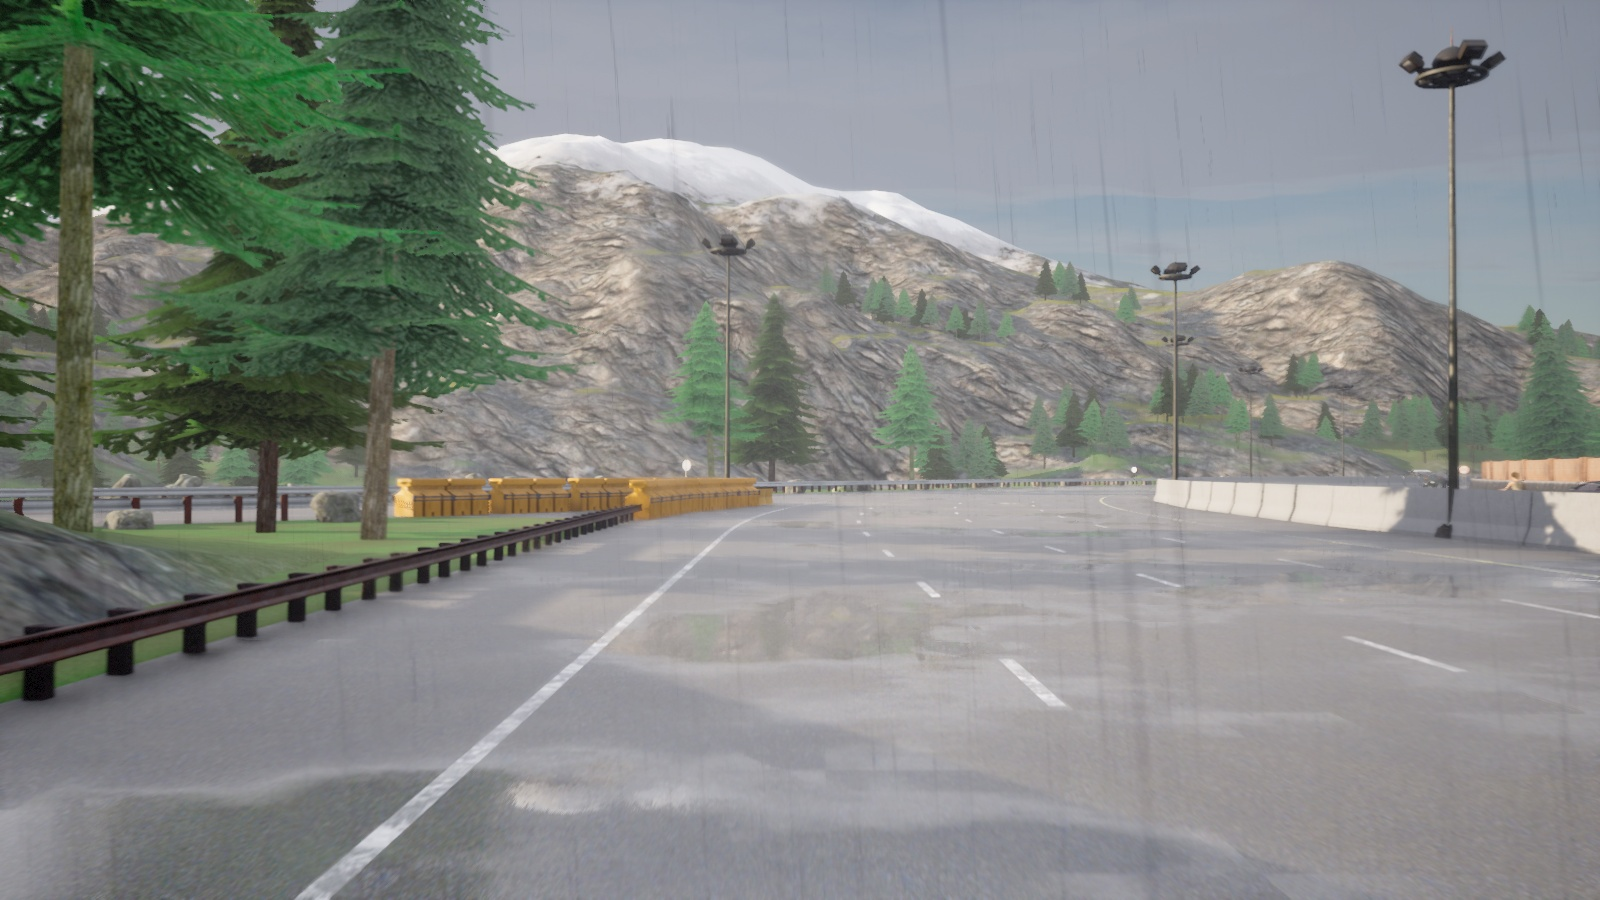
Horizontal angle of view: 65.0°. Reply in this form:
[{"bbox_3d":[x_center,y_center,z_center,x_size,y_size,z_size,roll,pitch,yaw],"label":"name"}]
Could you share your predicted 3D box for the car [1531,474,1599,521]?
[{"bbox_3d":[24.604,1.426,38.575,1.994,1.385,4.181,0,-1,3],"label":"car"}]
